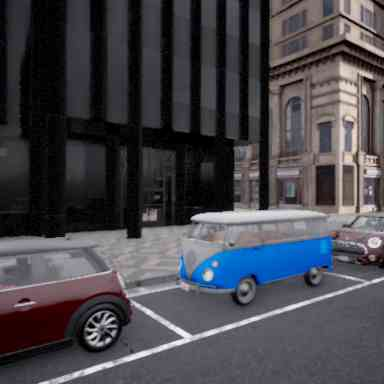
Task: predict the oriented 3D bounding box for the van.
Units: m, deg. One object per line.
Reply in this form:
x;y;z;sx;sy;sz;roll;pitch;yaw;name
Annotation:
1.576;1.342;7.767;3.998;1.788;1.690;0;0;-35;van

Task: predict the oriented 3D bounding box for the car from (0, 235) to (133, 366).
-2.985;1.440;4.515;4.097;1.590;1.967;0;0;-35;car

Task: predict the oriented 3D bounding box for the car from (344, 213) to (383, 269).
6.137;1.442;11.020;4.097;1.590;1.967;0;0;-35;car
